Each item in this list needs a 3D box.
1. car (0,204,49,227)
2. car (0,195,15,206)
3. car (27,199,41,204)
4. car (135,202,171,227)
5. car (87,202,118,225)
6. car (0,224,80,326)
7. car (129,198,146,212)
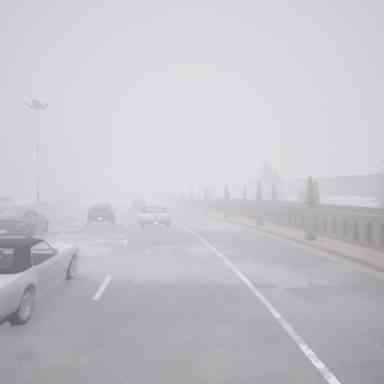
[{"bbox_3d":[-8.695,1.569,16.956,1.812,1.442,4.674,0,0,-10],"label":"car"},{"bbox_3d":[-19.515,1.338,33.430,2.150,2.045,5.566,0,0,-13],"label":"car"},{"bbox_3d":[-36.190,2.452,76.344,2.097,1.767,4.553,0,-4,-13],"label":"car"},{"bbox_3d":[-2.669,1.609,22.757,1.895,1.301,4.718,0,0,-12],"label":"car"},{"bbox_3d":[-6.677,1.538,24.744,1.837,1.490,4.892,0,0,-12],"label":"car"},{"bbox_3d":[-3.823,1.617,6.969,1.895,1.301,4.718,0,0,-4],"label":"car"},{"bbox_3d":[-6.530,1.544,40.388,1.837,1.490,4.892,0,0,-13],"label":"car"}]
